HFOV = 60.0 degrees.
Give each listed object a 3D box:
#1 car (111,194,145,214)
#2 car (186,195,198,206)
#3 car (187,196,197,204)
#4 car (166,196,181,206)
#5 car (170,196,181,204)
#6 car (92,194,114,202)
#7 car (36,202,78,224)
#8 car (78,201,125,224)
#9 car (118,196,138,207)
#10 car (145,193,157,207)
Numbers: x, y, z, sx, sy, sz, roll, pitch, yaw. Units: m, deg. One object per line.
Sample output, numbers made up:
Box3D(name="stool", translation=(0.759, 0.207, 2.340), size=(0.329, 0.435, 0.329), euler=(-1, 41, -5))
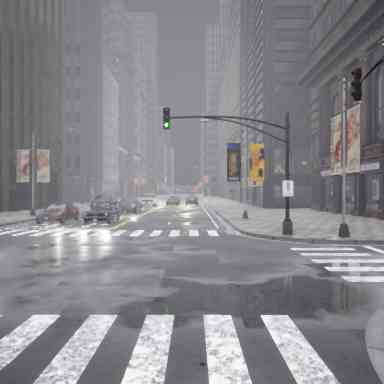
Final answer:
Box3D(name="car", translation=(-6.595, 1.350, 34.781), size=(2.097, 1.767, 4.553), euler=(0, 0, 0))
Box3D(name="car", translation=(0.000, 1.341, 56.258), size=(2.097, 1.767, 4.553), euler=(0, 0, 0))
Box3D(name="car", translation=(0.000, 1.489, 66.294), size=(1.837, 1.490, 4.892), euler=(0, 0, 0))
Box3D(name="car", translation=(-3.250, 1.553, 56.288), size=(1.994, 1.385, 4.181), euler=(0, 0, 0))
Box3D(name="car", translation=(-3.250, 1.489, 66.294), size=(1.837, 1.490, 4.892), euler=(0, 0, 0))
Box3D(name="car", translation=(-9.845, 1.215, 37.875), size=(2.150, 2.045, 5.566), euler=(0, 0, 0))
Box3D(name="car", translation=(-9.845, 1.524, 24.792), size=(1.812, 1.442, 4.674), euler=(0, 0, 0))
Box3D(name="car", translation=(-6.590, 1.600, 24.777), size=(1.895, 1.301, 4.718), euler=(0, 0, 0))
Box3D(name="car", translation=(-9.822, 1.480, 51.234), size=(2.128, 1.511, 4.902), euler=(0, 0, 0))
Box3D(name="car", translation=(-6.586, 1.207, 50.362), size=(2.150, 2.045, 5.566), euler=(0, 1, 0))
